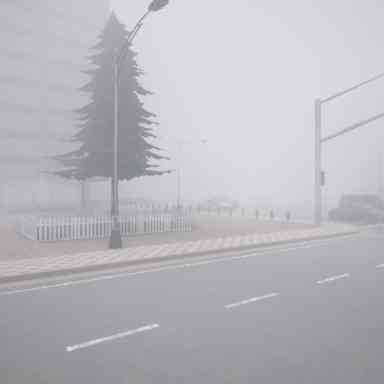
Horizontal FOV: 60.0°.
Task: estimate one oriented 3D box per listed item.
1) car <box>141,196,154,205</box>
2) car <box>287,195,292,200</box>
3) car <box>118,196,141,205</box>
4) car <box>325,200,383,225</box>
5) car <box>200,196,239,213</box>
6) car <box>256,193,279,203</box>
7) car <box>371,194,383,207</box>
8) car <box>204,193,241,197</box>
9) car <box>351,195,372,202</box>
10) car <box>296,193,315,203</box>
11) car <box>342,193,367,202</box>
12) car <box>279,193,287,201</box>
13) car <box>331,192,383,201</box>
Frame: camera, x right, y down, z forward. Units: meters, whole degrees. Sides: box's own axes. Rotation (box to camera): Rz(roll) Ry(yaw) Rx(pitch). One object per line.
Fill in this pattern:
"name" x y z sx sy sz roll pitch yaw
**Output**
"car" -8.621 1.478 59.424 1.882 1.535 5.008 0 0 -35
"car" 22.243 1.153 81.796 1.932 1.855 4.605 0 0 -36
"car" -10.953 1.564 56.658 1.994 1.385 4.181 0 0 -35
"car" 12.210 1.564 24.287 1.994 1.385 4.181 0 0 -36
"car" 2.710 1.526 37.506 1.812 1.442 4.674 0 0 -36
"car" 17.728 1.395 78.519 1.970 1.475 3.806 0 0 -36
"car" 27.334 1.153 45.441 1.932 1.855 4.605 0 0 -36
"car" 3.875 1.352 41.861 2.097 1.767 4.553 0 0 -36
"car" 37.899 1.364 74.378 1.784 1.438 3.905 0 0 -36
"car" 21.792 1.395 62.872 1.970 1.475 3.806 0 0 -36
"car" 35.502 1.153 72.750 1.932 1.855 4.605 0 0 -36
"car" 20.086 1.364 80.198 1.784 1.438 3.905 0 0 -36
"car" 14.729 1.221 27.096 2.150 2.045 5.566 0 0 -38
